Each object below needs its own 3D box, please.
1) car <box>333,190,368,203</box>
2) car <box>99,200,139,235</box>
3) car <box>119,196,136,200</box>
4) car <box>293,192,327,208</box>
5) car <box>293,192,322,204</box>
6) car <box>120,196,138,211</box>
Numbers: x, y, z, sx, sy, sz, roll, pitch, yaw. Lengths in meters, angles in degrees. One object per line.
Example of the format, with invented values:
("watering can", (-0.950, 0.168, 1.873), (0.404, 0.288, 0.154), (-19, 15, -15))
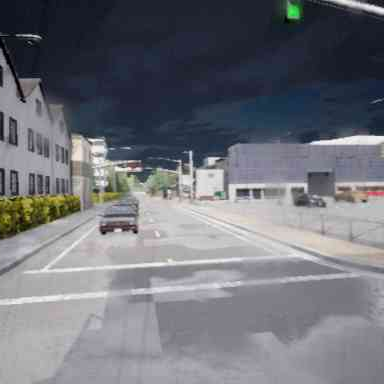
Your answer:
("car", (21.215, 0.586, 44.589), (2.152, 1.636, 5.027), (-1, 0, -10))
("car", (-3.901, 1.397, 18.189), (2.033, 1.411, 5.357), (-1, 0, -9))
("car", (-5.568, 1.311, 28.349), (2.128, 1.511, 4.902), (-1, 0, -9))
("car", (12.496, 0.940, 35.654), (2.007, 1.523, 4.514), (-1, 0, -10))
("car", (14.942, 0.786, 43.210), (1.970, 1.475, 3.806), (-1, 0, -10))
("car", (-7.221, 1.293, 38.630), (1.837, 1.490, 4.892), (-1, 0, -9))
